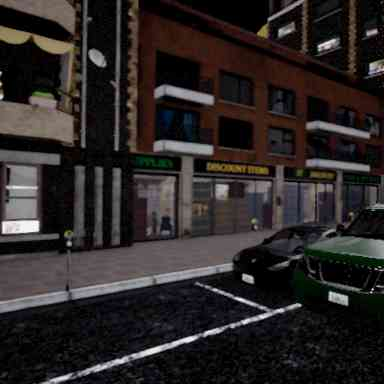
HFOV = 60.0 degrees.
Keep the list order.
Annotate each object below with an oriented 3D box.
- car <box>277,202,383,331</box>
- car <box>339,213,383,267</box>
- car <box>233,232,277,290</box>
[{"bbox_3d":[4.410,1.224,6.527,5.566,2.045,2.150,0,0,-36],"label":"car"},{"bbox_3d":[7.428,1.530,11.846,4.829,1.417,1.752,0,1,-35],"label":"car"},{"bbox_3d":[3.033,1.569,8.711,4.313,1.339,1.947,0,1,-35],"label":"car"}]
